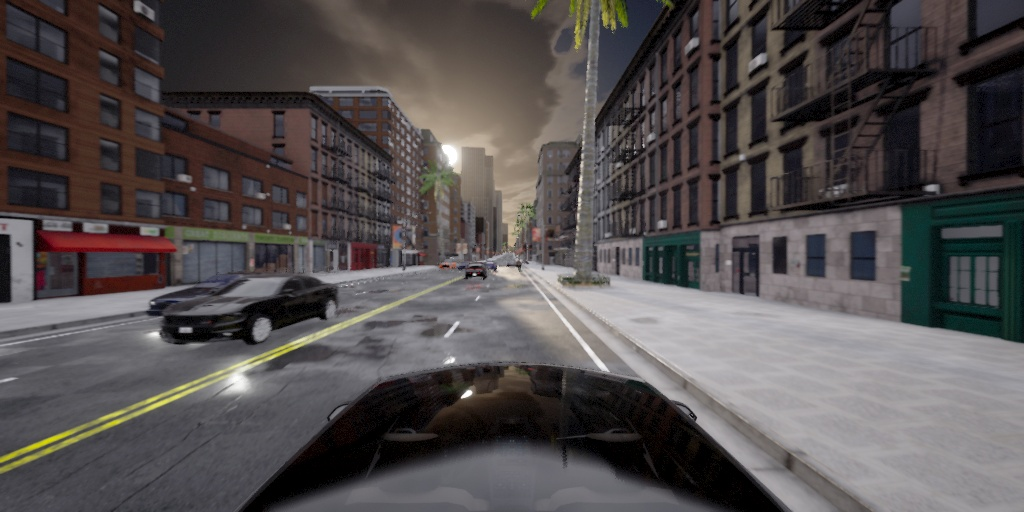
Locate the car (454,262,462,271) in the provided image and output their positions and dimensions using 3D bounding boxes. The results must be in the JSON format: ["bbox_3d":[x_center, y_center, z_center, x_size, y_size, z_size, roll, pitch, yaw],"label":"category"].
[{"bbox_3d":[-6.572,1.488,51.120,1.895,1.301,4.718,0,0,0],"label":"car"}]

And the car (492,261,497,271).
[{"bbox_3d":[-3.153,1.416,51.819,1.812,1.442,4.674,0,0,0],"label":"car"}]

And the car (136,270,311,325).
[{"bbox_3d":[-9.851,1.302,13.051,2.033,1.411,5.357,0,0,0],"label":"car"}]

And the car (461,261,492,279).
[{"bbox_3d":[-3.151,1.308,32.746,1.837,1.490,4.892,0,0,0],"label":"car"}]

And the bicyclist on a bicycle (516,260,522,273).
[{"bbox_3d":[0.892,1.293,41.304,0.582,1.620,1.656,0,-1,0],"label":"bicyclist on a bicycle"}]

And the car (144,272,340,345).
[{"bbox_3d":[-6.600,1.230,9.746,1.882,1.535,5.008,0,0,0],"label":"car"}]

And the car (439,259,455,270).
[{"bbox_3d":[-9.804,1.260,55.173,2.097,1.767,4.553,0,0,1],"label":"car"}]
